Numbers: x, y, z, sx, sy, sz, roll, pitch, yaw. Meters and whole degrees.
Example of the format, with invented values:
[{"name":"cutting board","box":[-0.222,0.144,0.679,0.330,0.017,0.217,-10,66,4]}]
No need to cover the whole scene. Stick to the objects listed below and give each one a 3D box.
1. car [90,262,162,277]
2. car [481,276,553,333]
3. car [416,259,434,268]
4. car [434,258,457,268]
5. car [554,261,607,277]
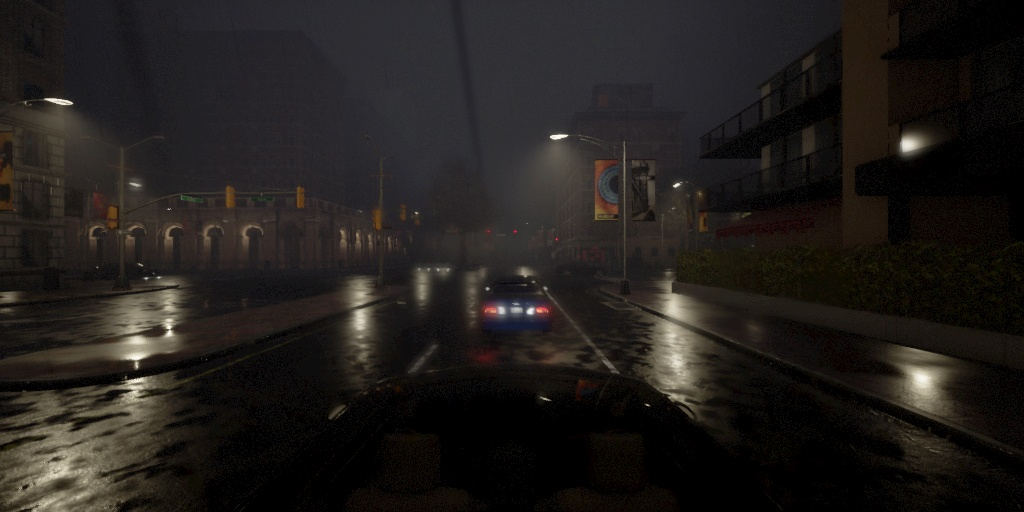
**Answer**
[{"name":"car","box":[-37.192,1.297,34.567,5.357,1.411,2.033,0,0,0]},{"name":"car","box":[0.144,1.297,10.749,2.033,1.411,5.357,0,0,1]},{"name":"car","box":[-14.529,1.228,61.766,1.882,1.535,5.008,0,0,1]},{"name":"car","box":[-11.062,1.102,59.697,2.097,1.767,4.553,0,0,1]},{"name":"car","box":[6.587,1.227,34.411,5.008,1.535,1.882,0,0,0]}]
